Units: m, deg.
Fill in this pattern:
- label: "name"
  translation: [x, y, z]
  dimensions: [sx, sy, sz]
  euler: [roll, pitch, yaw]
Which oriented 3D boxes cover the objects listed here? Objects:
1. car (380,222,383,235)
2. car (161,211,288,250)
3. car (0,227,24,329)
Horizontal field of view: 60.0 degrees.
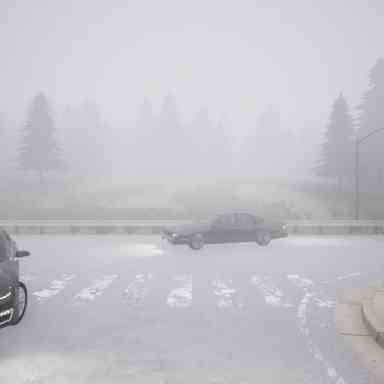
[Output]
- label: "car"
  translation: [11.236, 1.492, 15.111]
  dimensions: [4.902, 1.511, 2.128]
  euler: [0, 0, 0]
- label: "car"
  translation: [1.457, 1.547, 14.231]
  dimensions: [5.357, 1.411, 2.033]
  euler: [0, 0, -20]
- label: "car"
  translation: [-4.458, 1.505, 6.589]
  dimensions: [1.837, 1.490, 4.892]
  euler: [0, 0, -28]
